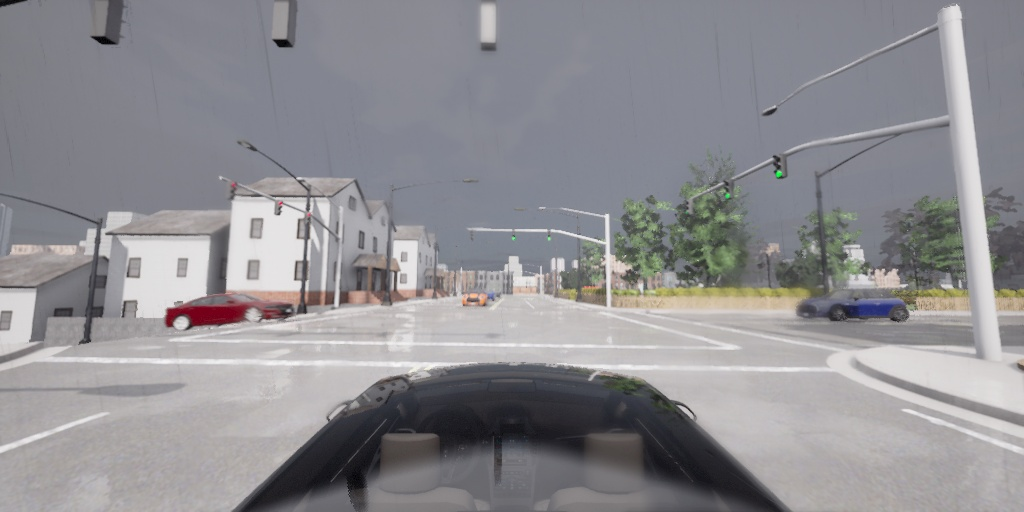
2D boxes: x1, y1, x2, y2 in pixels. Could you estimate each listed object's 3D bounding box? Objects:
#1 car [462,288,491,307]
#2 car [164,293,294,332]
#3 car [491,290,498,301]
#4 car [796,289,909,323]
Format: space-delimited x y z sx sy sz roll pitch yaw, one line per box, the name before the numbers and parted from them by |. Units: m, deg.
car | -3.463 3.872 34.123 2.097 1.767 4.553 0 -6 0
car | -12.440 2.397 15.968 5.008 1.535 1.882 -5 -6 0
car | -3.397 5.493 49.890 1.882 1.535 5.008 0 -6 0
car | 17.842 2.544 19.033 4.553 1.767 2.097 0 -5 1
